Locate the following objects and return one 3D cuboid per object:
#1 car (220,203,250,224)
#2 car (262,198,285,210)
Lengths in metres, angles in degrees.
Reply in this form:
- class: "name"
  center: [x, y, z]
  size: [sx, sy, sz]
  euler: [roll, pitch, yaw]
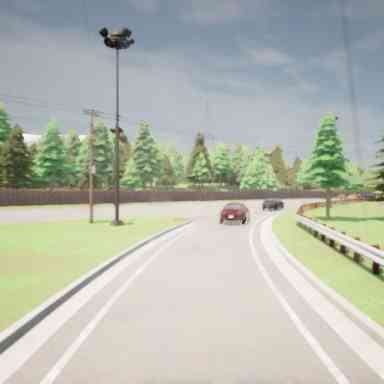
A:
- class: "car"
  center: [3.236, 1.510, 24.779]
  size: [1.812, 1.442, 4.674]
  euler: [0, 0, 15]
- class: "car"
  center: [10.230, 1.476, 41.668]
  size: [2.128, 1.511, 4.902]
  euler: [0, 0, 29]
